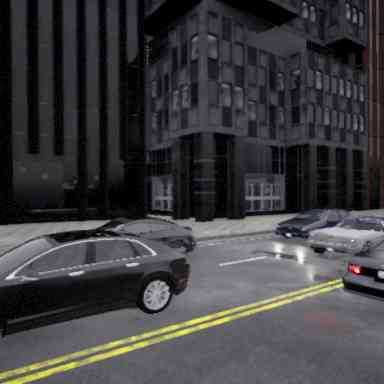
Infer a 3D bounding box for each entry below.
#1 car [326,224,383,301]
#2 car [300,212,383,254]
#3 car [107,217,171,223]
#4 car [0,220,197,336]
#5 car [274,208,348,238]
[{"bbox_3d":[5.490,1.522,7.351,5.357,1.411,2.033,0,0,-35],"label":"car"},{"bbox_3d":[6.327,1.566,12.172,4.718,1.301,1.895,0,0,-35],"label":"car"},{"bbox_3d":[-1.976,1.514,10.237,4.674,1.442,1.812,0,0,-36],"label":"car"},{"bbox_3d":[-2.299,1.502,6.035,4.892,1.490,1.837,0,0,-35],"label":"car"},{"bbox_3d":[6.438,1.505,16.234,5.357,1.411,2.033,0,0,-35],"label":"car"}]
